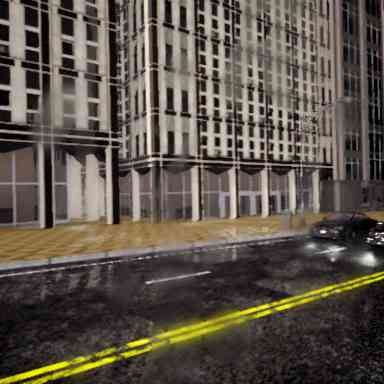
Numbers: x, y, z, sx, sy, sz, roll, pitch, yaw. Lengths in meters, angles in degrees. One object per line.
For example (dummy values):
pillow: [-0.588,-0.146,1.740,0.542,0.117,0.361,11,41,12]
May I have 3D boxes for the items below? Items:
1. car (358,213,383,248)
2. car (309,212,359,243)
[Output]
car: [9.508,1.620,14.381,4.892,1.490,1.837,0,-1,-35]
car: [7.971,1.733,17.269,4.181,1.385,1.994,0,-1,-35]
